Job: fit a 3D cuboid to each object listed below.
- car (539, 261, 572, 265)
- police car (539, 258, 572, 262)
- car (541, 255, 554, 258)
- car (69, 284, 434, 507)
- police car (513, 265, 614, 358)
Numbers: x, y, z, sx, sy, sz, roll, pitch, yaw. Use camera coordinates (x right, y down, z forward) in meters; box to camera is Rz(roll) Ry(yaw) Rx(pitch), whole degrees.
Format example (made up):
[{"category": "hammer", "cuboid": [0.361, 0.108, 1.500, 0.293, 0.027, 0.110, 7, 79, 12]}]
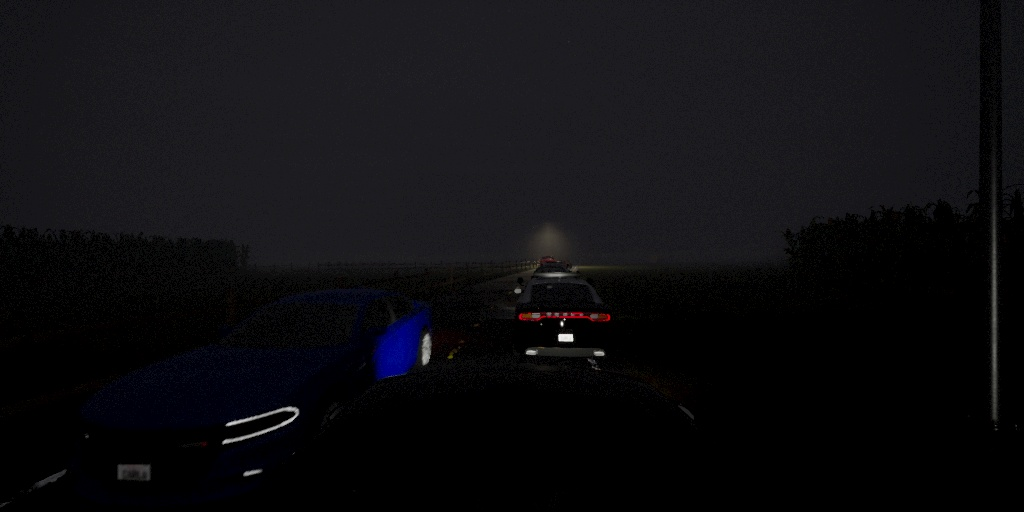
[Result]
[{"category": "car", "cuboid": [1.981, 1.218, 18.326, 1.882, 1.535, 5.008, 0, 0, 7]}, {"category": "police car", "cuboid": [2.874, 1.159, 24.279, 1.930, 1.638, 5.238, 0, 0, 10]}, {"category": "car", "cuboid": [5.447, 0.920, 55.082, 2.150, 2.045, 5.566, 0, 0, 12]}, {"category": "car", "cuboid": [-2.516, 1.227, 4.981, 1.882, 1.535, 5.008, 0, 0, 2]}, {"category": "police car", "cuboid": [1.063, 1.173, 8.632, 1.930, 1.638, 5.238, 0, 0, 3]}]
